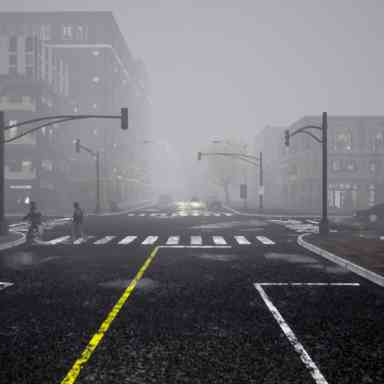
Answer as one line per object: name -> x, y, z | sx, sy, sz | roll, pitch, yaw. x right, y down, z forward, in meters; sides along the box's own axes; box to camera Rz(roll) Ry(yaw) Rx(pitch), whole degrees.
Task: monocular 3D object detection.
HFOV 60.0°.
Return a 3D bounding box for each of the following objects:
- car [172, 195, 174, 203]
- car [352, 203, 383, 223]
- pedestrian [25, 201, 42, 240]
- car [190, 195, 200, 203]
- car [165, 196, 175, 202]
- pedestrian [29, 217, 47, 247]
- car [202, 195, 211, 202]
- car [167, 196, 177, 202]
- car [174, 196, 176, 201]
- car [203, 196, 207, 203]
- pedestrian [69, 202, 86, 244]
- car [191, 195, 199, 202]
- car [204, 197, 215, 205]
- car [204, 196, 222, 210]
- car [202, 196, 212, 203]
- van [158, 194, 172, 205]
car -> -5.143, 1.651, 66.498 | 1.802, 1.307, 4.206 | 0, 0, 0
car -> 15.030, 1.578, 25.860 | 4.892, 1.490, 1.837 | 0, 0, -2
pedestrian -> -7.018, 1.294, 14.778 | 0.375, 1.860, 0.375 | 0, 0, 0
car -> 0.582, 1.547, 70.434 | 1.882, 1.535, 5.008 | 0, 0, 0
car -> -5.049, 1.662, 77.891 | 1.947, 1.339, 4.313 | 0, 0, 0
pedestrian -> -6.175, 1.674, 13.572 | 0.500, 1.100, 0.500 | 0, 0, 0
car -> 3.331, 1.537, 77.820 | 1.967, 1.590, 4.097 | 0, 0, 0
car -> -5.002, 1.663, 83.587 | 2.008, 1.369, 4.403 | 0, 0, 0
car -> -5.096, 1.397, 72.195 | 2.192, 1.841, 5.009 | 0, 0, 0
car -> 3.097, 1.479, 49.337 | 1.967, 1.590, 4.097 | 0, 0, 0
pedestrian -> -4.884, 1.294, 14.162 | 0.375, 1.860, 0.375 | 0, 0, 0
car -> 0.668, 1.541, 80.851 | 1.812, 1.442, 4.674 | 0, 0, 0
car -> 3.190, 1.640, 60.731 | 1.802, 1.307, 4.206 | 0, 0, 0
car -> 3.049, 1.580, 43.640 | 2.008, 1.369, 4.403 | 0, 0, 0
car -> 3.285, 1.633, 72.123 | 2.008, 1.369, 4.403 | 0, 0, 0
van -> -5.190, 1.399, 60.801 | 1.690, 1.788, 3.998 | 0, 0, 0
